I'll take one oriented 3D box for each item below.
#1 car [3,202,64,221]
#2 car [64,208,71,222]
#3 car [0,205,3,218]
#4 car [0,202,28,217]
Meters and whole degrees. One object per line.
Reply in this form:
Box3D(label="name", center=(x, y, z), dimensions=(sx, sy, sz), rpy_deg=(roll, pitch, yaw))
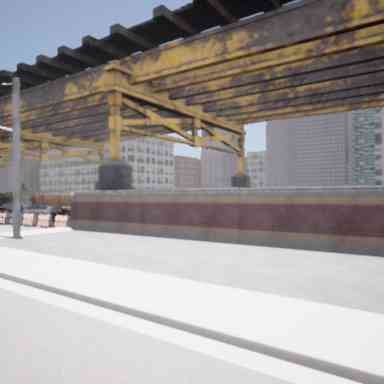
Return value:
Box3D(label="car", center=(-13.348, 1.553, 28.713), dimensions=(4.536, 1.218, 1.853), rpy_deg=(0, 0, -1))
Box3D(label="car", center=(-8.571, 1.661, 26.238), dimensions=(2.038, 1.542, 4.974), rpy_deg=(0, 0, -26))
Box3D(label="car", center=(-13.399, 1.711, 28.711), dimensions=(4.974, 1.542, 2.038), rpy_deg=(0, 0, -1))
Box3D(label="car", center=(-17.168, 1.597, 31.429), dimensions=(1.853, 1.218, 4.536), rpy_deg=(0, 0, -11))
